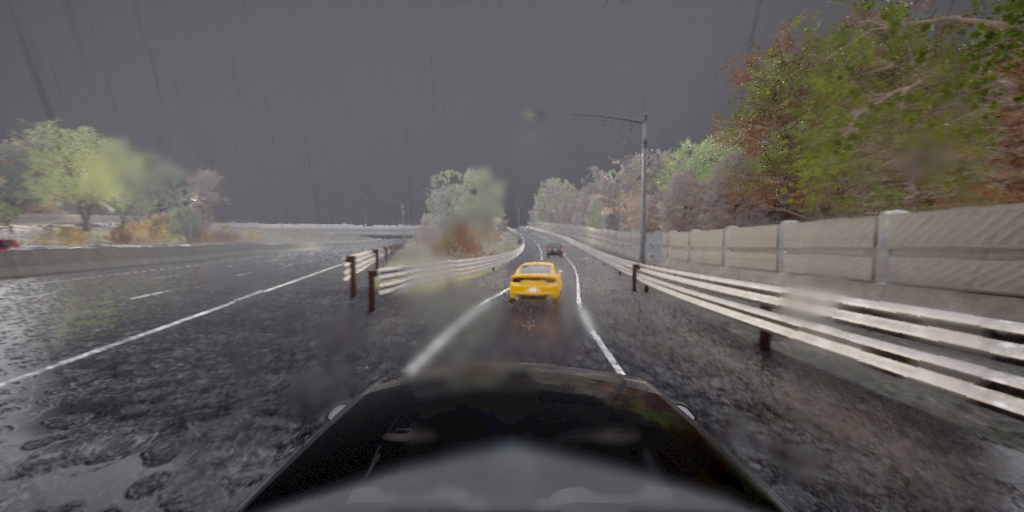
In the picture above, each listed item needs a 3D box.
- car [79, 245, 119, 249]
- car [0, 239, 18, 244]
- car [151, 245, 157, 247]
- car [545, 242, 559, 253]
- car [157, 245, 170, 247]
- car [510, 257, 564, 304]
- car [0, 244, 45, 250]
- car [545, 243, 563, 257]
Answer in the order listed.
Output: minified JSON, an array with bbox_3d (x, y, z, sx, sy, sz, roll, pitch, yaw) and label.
[{"bbox_3d":[-43.580,-0.454,37.670,2.128,1.511,4.902,-1,2,-16],"label":"car"},{"bbox_3d":[-35.889,-0.149,23.589,2.150,2.045,5.566,-1,2,-16],"label":"car"},{"bbox_3d":[-41.097,-0.545,41.742,1.994,1.385,4.181,-1,2,-16],"label":"car"},{"bbox_3d":[6.580,-1.418,59.403,1.994,1.385,4.181,0,6,3],"label":"car"},{"bbox_3d":[-37.117,-0.458,40.503,1.895,1.301,4.718,-1,2,-16],"label":"car"},{"bbox_3d":[1.122,0.990,15.015,1.882,1.535,5.008,0,1,9],"label":"car"},{"bbox_3d":[-32.261,0.152,23.631,1.812,1.442,4.674,-1,2,-16],"label":"car"},{"bbox_3d":[5.818,-0.838,48.944,2.150,2.045,5.566,0,5,4],"label":"car"}]
